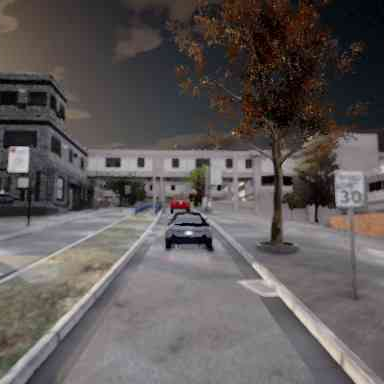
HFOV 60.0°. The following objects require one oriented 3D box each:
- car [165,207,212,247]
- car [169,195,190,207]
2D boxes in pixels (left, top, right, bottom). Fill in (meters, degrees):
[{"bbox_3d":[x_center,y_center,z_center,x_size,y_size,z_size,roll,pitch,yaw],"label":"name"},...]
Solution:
[{"bbox_3d":[-0.180,1.583,15.055,1.994,1.385,4.181,0,0,-2],"label":"car"},{"bbox_3d":[-1.388,1.312,38.188,2.150,2.045,5.566,0,-1,-4],"label":"car"}]
